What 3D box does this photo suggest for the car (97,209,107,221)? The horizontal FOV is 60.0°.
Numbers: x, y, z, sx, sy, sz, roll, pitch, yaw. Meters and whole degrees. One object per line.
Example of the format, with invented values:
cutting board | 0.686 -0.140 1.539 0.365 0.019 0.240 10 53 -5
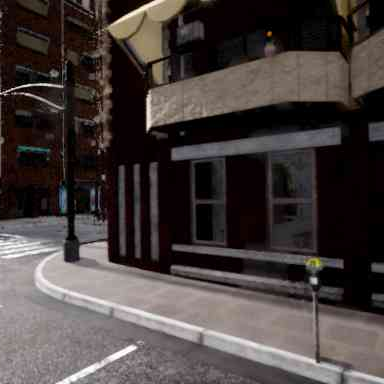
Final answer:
car | -5.812 1.617 27.817 1.887 1.381 4.507 -1 0 36
